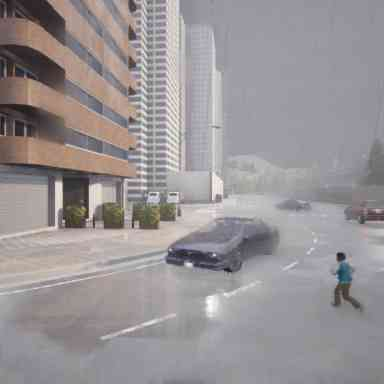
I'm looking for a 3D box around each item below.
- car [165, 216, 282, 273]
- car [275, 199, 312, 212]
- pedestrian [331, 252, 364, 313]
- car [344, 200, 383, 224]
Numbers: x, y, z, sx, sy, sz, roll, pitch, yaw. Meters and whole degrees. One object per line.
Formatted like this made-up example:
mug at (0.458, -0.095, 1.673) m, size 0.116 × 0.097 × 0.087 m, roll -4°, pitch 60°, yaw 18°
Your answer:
car at (1.370, 1.547, 11.056) m, size 2.033 × 1.411 × 5.357 m, roll 0°, pitch 0°, yaw 33°
car at (11.701, 1.554, 38.515) m, size 1.812 × 1.442 × 4.674 m, roll 0°, pitch 0°, yaw -26°
pedestrian at (2.884, 1.674, 6.292) m, size 0.500 × 1.100 × 0.500 m, roll 0°, pitch 0°, yaw 41°
car at (12.883, 1.352, 24.538) m, size 2.097 × 1.767 × 4.553 m, roll 0°, pitch 0°, yaw 9°
